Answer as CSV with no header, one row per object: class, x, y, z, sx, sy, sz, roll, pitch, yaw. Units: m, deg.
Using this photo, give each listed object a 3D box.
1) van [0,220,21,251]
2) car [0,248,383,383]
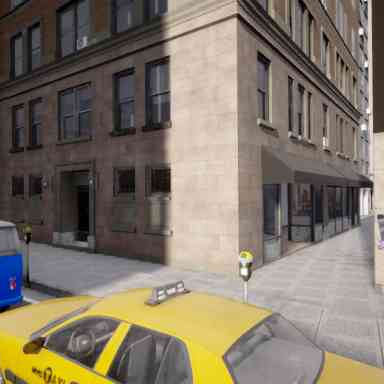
van,-4.908,1.342,6.371,3.998,1.788,1.690,0,-1,36
car,-0.432,1.526,3.168,4.829,1.417,1.752,0,-1,36
